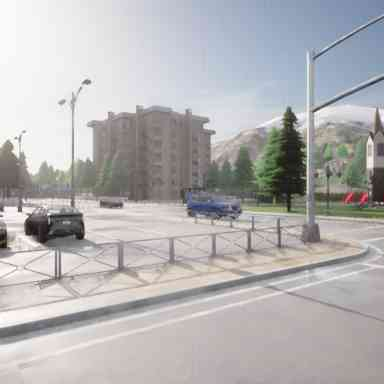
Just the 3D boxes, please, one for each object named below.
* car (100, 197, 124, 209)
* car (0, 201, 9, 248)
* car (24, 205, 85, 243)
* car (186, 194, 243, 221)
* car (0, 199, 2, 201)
[{"bbox_3d":[-11.044,1.477,45.560,1.882,1.535,5.008,0,0,-36],"label":"car"},{"bbox_3d":[-8.883,1.331,13.426,2.152,1.636,5.027,0,0,-36],"label":"car"},{"bbox_3d":[-6.370,1.340,15.305,2.007,1.523,4.514,0,0,-36],"label":"car"},{"bbox_3d":[1.757,1.221,28.050,2.150,2.045,5.566,0,0,-36],"label":"car"},{"bbox_3d":[-21.613,1.374,36.410,1.845,1.501,3.633,0,0,-36],"label":"car"}]
